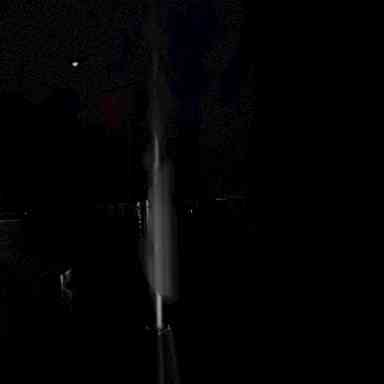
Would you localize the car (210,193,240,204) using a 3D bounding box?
[{"bbox_3d":[5.022,0.965,50.264,2.033,1.411,5.357,-1,0,36],"label":"car"}]

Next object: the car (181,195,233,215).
[{"bbox_3d":[1.181,1.142,27.533,1.895,1.301,4.718,-1,0,35],"label":"car"}]

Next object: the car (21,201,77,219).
[{"bbox_3d":[-11.458,1.403,26.817,1.994,1.385,4.181,-1,0,35],"label":"car"}]

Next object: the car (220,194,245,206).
[{"bbox_3d":[4.371,0.950,37.771,2.128,1.511,4.902,-1,0,35],"label":"car"}]
